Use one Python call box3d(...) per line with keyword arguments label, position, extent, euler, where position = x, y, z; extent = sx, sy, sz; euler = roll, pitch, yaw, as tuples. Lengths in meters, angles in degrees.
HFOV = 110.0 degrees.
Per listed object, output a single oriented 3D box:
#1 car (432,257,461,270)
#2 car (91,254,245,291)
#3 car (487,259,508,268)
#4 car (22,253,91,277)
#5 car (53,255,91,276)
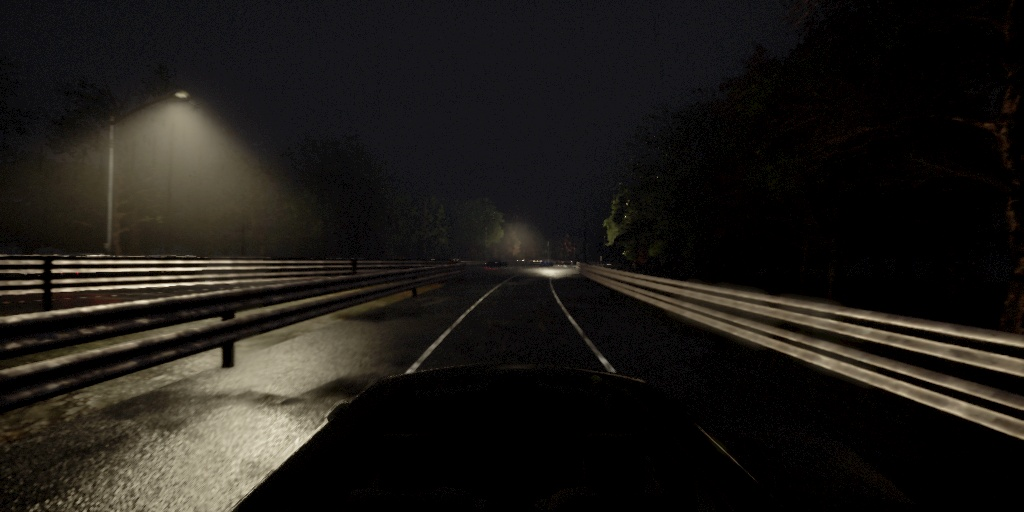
box3d(label="car", position=(-8.132, 0.931, 45.319), extent=(2.097, 1.767, 4.553), euler=(0, -1, 19))
box3d(label="car", position=(-14.773, 0.681, 16.185), extent=(2.128, 1.511, 4.902), euler=(0, -1, 20))
box3d(label="car", position=(-2.157, 1.335, 62.368), extent=(2.128, 1.511, 4.902), euler=(0, -1, 19))
box3d(label="car", position=(-21.342, 0.629, 18.607), extent=(2.128, 1.511, 4.902), euler=(0, -1, 20))
box3d(label="car", position=(-18.047, 0.764, 17.420), extent=(1.895, 1.301, 4.718), euler=(0, -1, 20))
